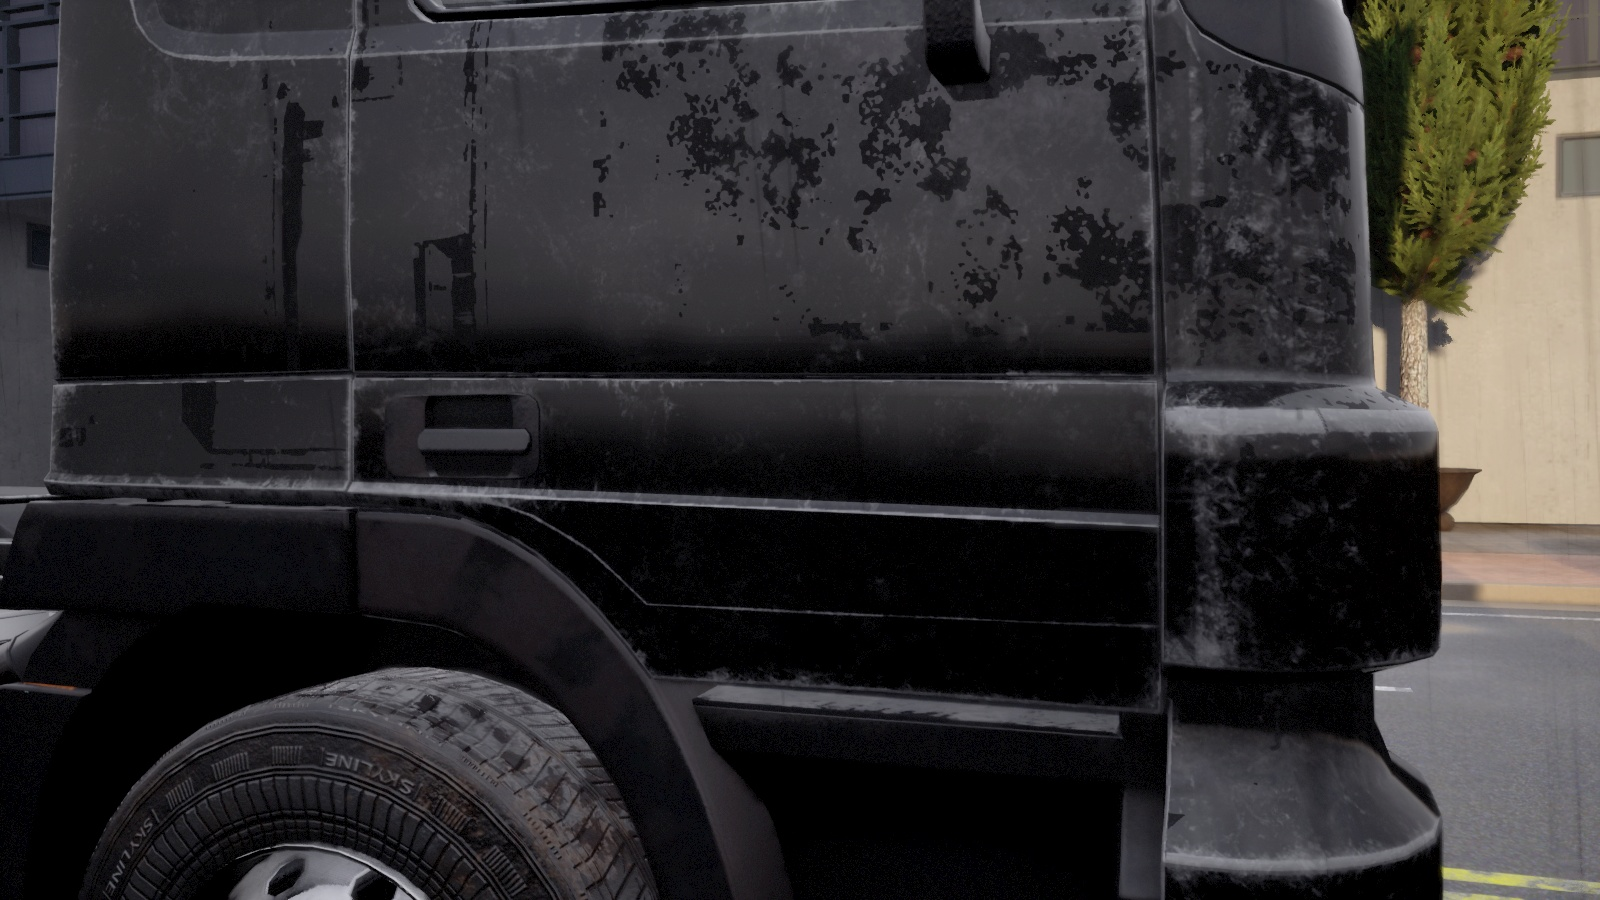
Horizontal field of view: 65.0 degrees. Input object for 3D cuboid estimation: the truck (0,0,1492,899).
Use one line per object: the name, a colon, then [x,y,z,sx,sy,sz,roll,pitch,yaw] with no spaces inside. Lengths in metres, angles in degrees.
truck: [-2.510,-0.230,4.057,7.936,3.462,2.891,1,1,19]
